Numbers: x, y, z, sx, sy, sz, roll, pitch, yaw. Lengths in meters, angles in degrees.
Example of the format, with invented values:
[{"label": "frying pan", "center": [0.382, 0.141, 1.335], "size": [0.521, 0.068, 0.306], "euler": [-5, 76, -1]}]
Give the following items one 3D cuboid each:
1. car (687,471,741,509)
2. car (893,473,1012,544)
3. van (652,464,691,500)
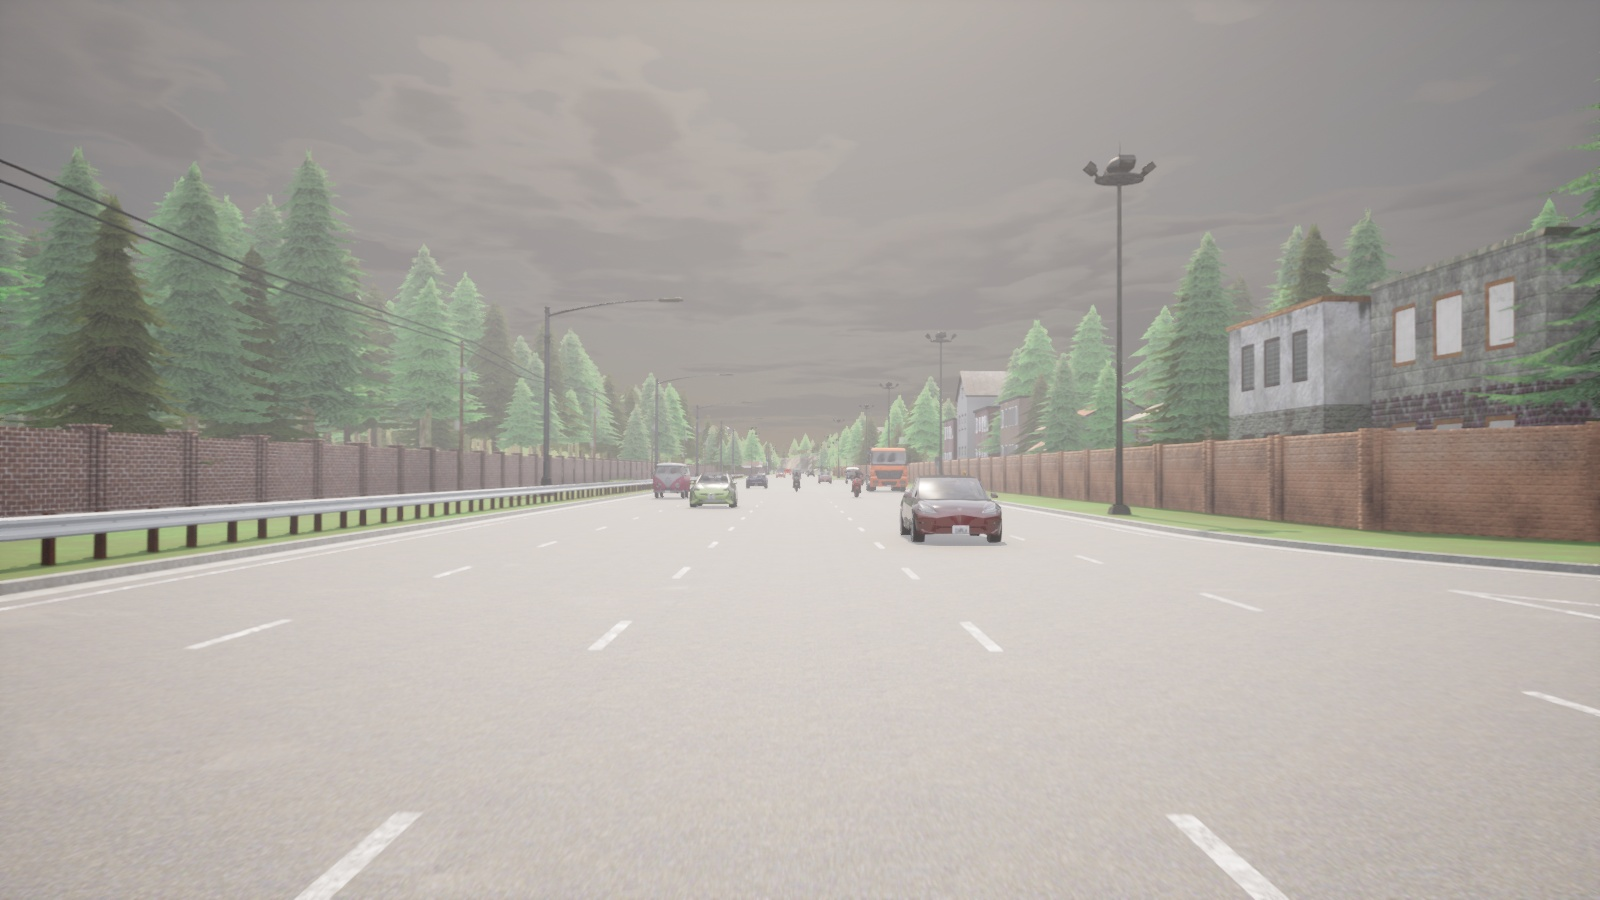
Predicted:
[{"label": "car", "center": [-3.632, 1.677, 53.775], "size": [2.007, 1.525, 4.514], "euler": [0, -1, 0]}, {"label": "car", "center": [3.428, 1.288, 29.113], "size": [2.163, 1.488, 4.792], "euler": [0, -1, 0]}, {"label": "van", "center": [-7.174, 1.777, 70.510], "size": [1.775, 1.987, 4.442], "euler": [0, -1, 0]}]
